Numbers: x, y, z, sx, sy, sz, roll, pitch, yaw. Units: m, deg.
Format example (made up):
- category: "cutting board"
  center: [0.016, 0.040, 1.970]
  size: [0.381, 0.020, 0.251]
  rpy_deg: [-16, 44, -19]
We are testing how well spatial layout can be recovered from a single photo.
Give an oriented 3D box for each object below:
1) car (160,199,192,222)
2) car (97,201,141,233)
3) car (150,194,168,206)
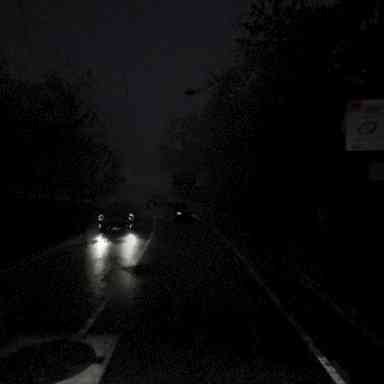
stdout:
- category: "car"
  center: [-1.184, 1.491, 26.011]
  size: [1.994, 1.385, 4.181]
  rpy_deg: [-1, 1, -7]
- category: "car"
  center: [-4.188, 1.336, 19.585]
  size: [2.097, 1.767, 4.553]
  rpy_deg: [0, 0, -5]
- category: "car"
  center: [-4.167, 0.951, 41.931]
  size: [2.033, 1.411, 5.357]
  rpy_deg: [-1, 3, -15]
